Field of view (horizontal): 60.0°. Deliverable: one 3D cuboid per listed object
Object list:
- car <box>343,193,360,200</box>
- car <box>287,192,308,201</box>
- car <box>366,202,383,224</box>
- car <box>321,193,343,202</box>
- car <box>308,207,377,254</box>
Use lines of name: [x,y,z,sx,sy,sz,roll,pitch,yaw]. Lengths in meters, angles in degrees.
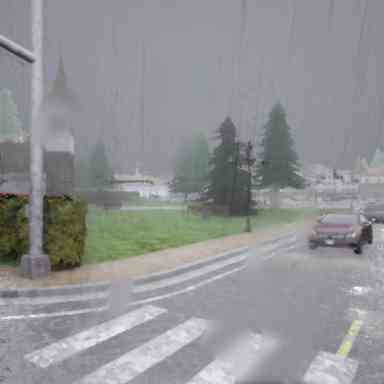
car: [40.094,1.159,85.762,4.605,1.855,1.932,0,0,35]
car: [24.943,1.369,77.330,3.806,1.475,1.970,0,0,35]
car: [13.280,1.522,23.792,1.837,1.490,4.892,0,2,35]
car: [29.306,1.403,70.629,3.633,1.501,1.845,0,0,35]
car: [6.250,1.527,13.778,1.812,1.442,4.674,0,0,35]
